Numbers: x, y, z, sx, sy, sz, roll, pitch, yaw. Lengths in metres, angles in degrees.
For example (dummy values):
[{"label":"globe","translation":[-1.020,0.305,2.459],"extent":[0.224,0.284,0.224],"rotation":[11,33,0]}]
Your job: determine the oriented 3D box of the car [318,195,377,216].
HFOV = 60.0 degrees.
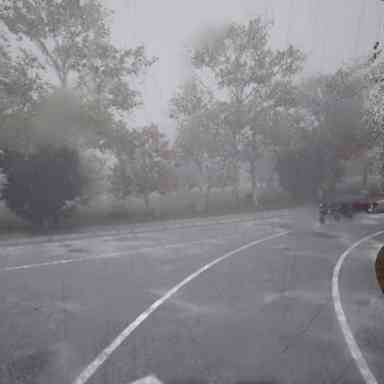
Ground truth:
[{"label":"car","translation":[11.259,0.913,24.042],"extent":[4.718,1.301,1.895],"rotation":[-4,3,-33]}]
